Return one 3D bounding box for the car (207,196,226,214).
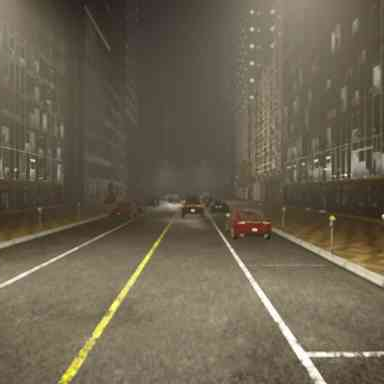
[{"bbox_3d":[2.698,1.420,33.601,1.947,1.339,4.313,0,0,0],"label":"car"}]

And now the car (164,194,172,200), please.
[{"bbox_3d":[-5.674,1.140,78.980,1.752,1.417,4.829,0,0,0],"label":"car"}]

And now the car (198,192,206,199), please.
[{"bbox_3d":[2.710,0.861,90.521,2.192,1.841,5.009,0,0,0],"label":"car"}]

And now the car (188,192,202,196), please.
[{"bbox_3d":[0.011,1.120,50.930,2.097,1.767,4.553,0,0,0],"label":"car"}]

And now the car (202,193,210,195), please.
[{"bbox_3d":[2.703,1.306,56.369,1.947,1.339,4.313,0,0,0],"label":"car"}]

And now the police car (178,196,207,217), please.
[{"bbox_3d":[0.080,1.374,30.298,2.038,1.542,4.974,0,0,0],"label":"police car"}]

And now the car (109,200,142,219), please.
[{"bbox_3d":[-5.683,1.426,27.917,1.887,1.381,4.507,0,0,0],"label":"car"}]

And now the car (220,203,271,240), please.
[{"bbox_3d":[2.695,1.478,16.524,1.887,1.381,4.507,0,0,0],"label":"car"}]

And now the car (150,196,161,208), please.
[{"bbox_3d":[-5.680,1.343,44.995,1.887,1.381,4.507,0,0,0],"label":"car"}]

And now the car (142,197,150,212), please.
[{"bbox_3d":[-5.683,1.436,33.610,1.802,1.307,4.206,0,0,0],"label":"car"}]

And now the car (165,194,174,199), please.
[{"bbox_3d":[-5.673,1.131,84.844,2.008,1.369,4.403,0,0,0],"label":"car"}]

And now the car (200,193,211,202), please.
[{"bbox_3d":[2.705,1.119,67.754,1.967,1.590,4.097,0,0,0],"label":"car"}]

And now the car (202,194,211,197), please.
[{"bbox_3d":[2.700,1.364,44.985,1.947,1.339,4.313,0,0,0],"label":"car"}]

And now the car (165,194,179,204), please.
[{"bbox_3d":[-3.046,1.227,57.324,2.128,1.511,4.902,0,0,0],"label":"car"}]
